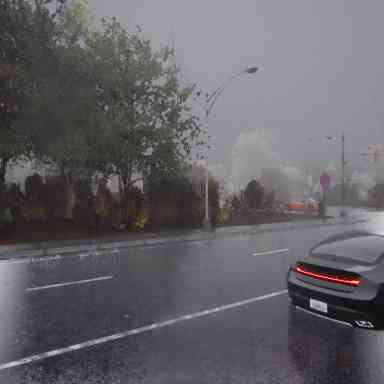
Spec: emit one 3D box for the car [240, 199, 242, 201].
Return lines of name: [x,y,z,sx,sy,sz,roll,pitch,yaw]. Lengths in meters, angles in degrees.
car: [7.404,1.500,45.126,1.837,1.490,4.892,0,0,-32]

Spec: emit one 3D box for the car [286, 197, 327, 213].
car: [12.594,1.352,36.887,2.097,1.767,4.553,0,0,-32]

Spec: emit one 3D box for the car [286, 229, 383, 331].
car: [3.923,1.505,6.537,4.892,1.490,1.837,0,0,-35]
